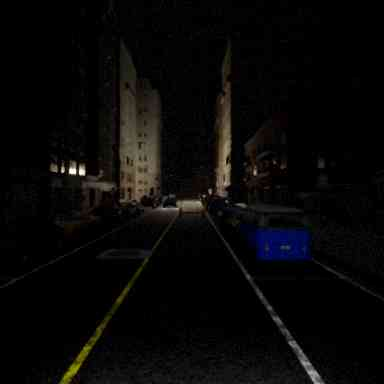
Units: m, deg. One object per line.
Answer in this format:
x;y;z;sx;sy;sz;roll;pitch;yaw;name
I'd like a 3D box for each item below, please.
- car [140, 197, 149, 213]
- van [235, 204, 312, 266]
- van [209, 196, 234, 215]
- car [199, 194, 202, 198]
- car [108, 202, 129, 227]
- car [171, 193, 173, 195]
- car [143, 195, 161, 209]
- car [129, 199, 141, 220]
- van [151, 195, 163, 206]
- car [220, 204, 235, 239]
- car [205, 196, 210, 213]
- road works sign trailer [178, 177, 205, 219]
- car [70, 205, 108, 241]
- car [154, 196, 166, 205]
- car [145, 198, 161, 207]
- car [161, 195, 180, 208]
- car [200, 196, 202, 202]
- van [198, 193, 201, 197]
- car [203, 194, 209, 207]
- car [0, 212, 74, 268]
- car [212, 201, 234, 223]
-5.875;1.540;33.815;1.752;1.417;4.829;0;0;0;car
2.661;1.348;11.322;1.690;1.788;3.998;0;0;0;van
2.653;1.354;28.330;1.690;1.788;3.998;0;0;0;van
2.639;1.570;56.676;2.008;1.369;4.403;0;0;0;car
-5.870;1.577;22.649;1.947;1.339;4.313;0;0;0;car
-5.895;1.559;73.663;2.008;1.369;4.403;0;0;0;car
-5.881;1.332;45.322;2.192;1.841;5.009;0;0;0;car
-5.873;1.558;28.316;1.887;1.381;4.507;0;0;0;car
-5.887;1.360;56.658;1.690;1.788;3.998;0;0;0;van
2.658;1.535;17.161;1.752;1.417;4.829;0;0;0;car
2.650;1.455;34.000;1.967;1.590;4.097;0;0;0;car
-0.016;0.478;29.639;2.380;3.560;2.880;0;0;0;road works sign trailer
-5.867;1.535;16.810;1.752;1.417;4.829;0;0;0;car
-5.889;1.543;62.157;1.752;1.417;4.829;0;0;0;car
-5.884;1.568;50.989;2.008;1.369;4.403;0;0;0;car
-3.103;1.542;47.546;1.812;1.442;4.674;0;0;0;car
2.641;1.584;51.007;1.947;1.339;4.313;0;0;0;car
2.634;1.355;68.016;1.690;1.788;3.998;0;0;0;van
2.647;1.331;39.668;2.192;1.841;5.009;0;0;0;car
-5.865;1.573;11.312;1.947;1.339;4.313;0;0;0;car
2.656;1.562;22.661;2.008;1.369;4.403;0;0;0;car
